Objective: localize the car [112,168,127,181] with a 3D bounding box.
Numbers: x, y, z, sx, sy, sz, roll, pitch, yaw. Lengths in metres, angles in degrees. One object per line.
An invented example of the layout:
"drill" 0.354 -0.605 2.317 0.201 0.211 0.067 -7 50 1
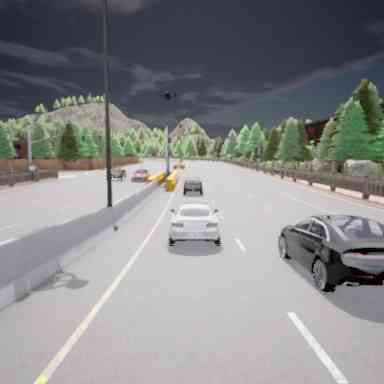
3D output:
"car" -10.426 -2.551 47.076 1.837 1.490 4.892 0 7 0

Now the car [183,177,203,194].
"car" 0.108 -0.707 32.643 2.128 1.511 4.902 0 7 0

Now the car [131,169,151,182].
"car" -6.951 -2.313 45.399 2.097 1.767 4.553 0 7 1

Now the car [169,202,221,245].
"car" 0.097 1.117 13.219 1.812 1.442 4.674 0 3 0

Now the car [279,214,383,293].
"car" 3.598 1.308 8.403 2.128 1.511 4.902 0 2 0
